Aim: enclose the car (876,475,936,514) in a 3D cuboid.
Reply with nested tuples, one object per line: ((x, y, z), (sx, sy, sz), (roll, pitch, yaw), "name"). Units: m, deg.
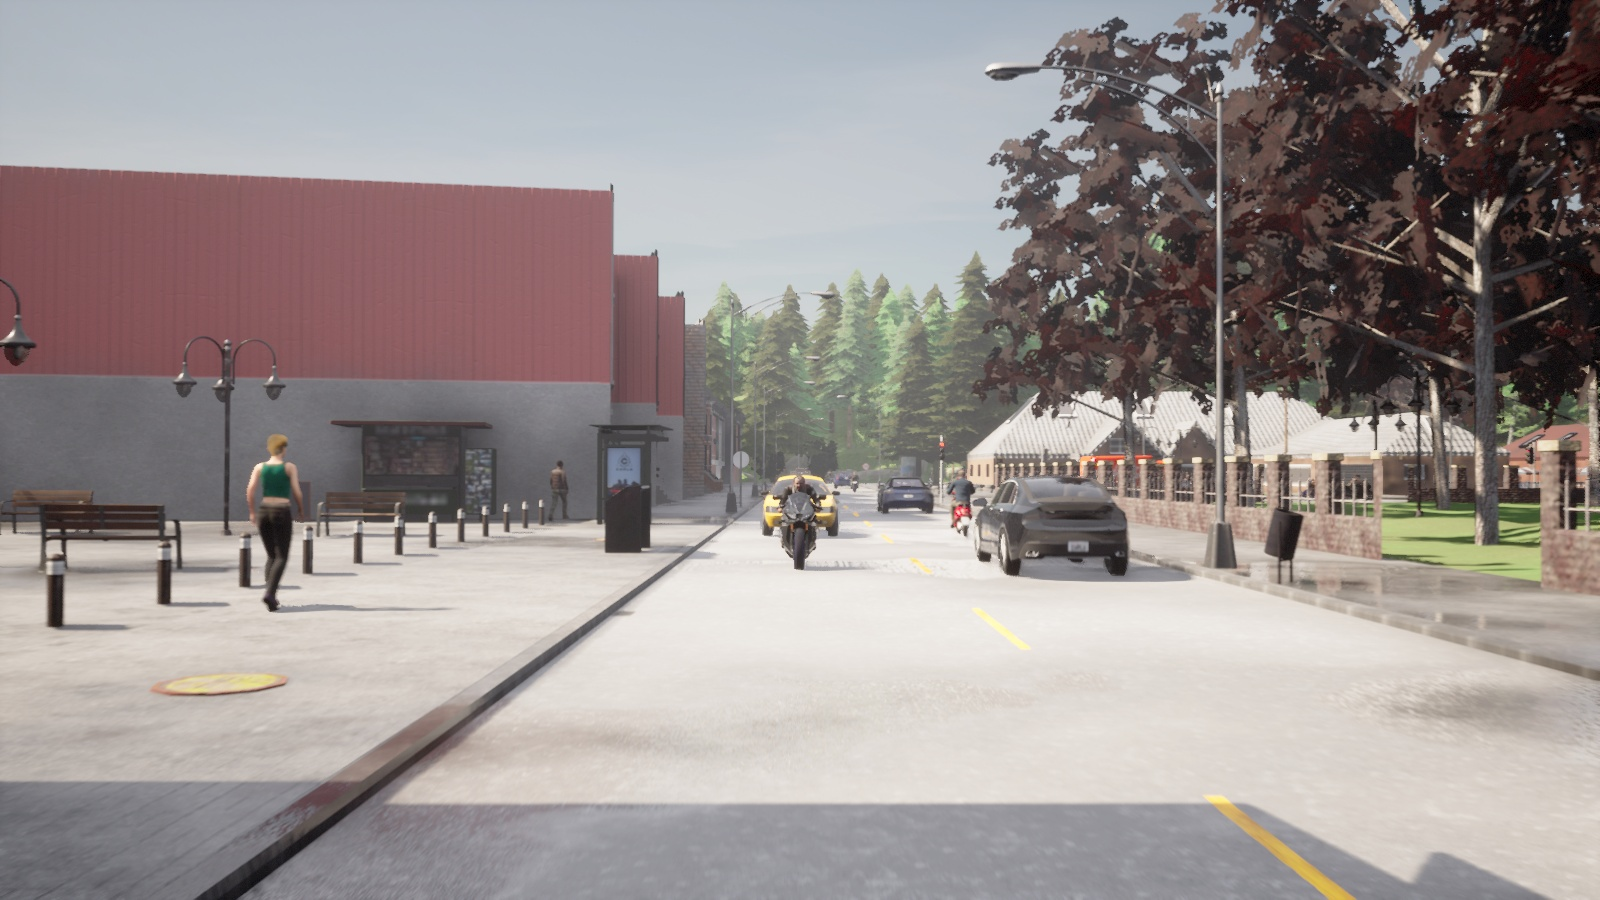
((4.009, 1.661, 48.023), (1.994, 1.385, 4.181), (0, -1, 1), "car")

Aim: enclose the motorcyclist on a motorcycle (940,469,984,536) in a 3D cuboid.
((3.972, 1.265, 30.851), (0.866, 1.590, 1.817), (0, -1, 1), "motorcyclist on a motorcycle")

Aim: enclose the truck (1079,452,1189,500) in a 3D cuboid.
((18.077, 1.397, 68.150), (5.204, 2.467, 2.627), (-1, -1, -2), "truck")

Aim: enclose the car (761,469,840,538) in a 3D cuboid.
((0.012, 1.277, 31.542), (1.801, 1.575, 5.366), (0, -1, 0), "car")

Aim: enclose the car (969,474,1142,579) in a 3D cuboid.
((4.005, 1.144, 20.504), (1.837, 1.490, 4.892), (0, -1, 0), "car")

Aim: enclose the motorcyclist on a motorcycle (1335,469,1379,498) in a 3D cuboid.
((30.267, 1.812, 68.247), (2.044, 1.523, 0.797), (-1, -1, -2), "motorcyclist on a motorcycle")

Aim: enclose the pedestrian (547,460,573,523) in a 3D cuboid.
((-7.079, 1.212, 37.043), (0.431, 1.840, 0.703), (-1, -1, 22), "pedestrian")

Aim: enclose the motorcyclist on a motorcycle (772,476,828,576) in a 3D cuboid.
((-0.006, 1.191, 20.514), (0.866, 1.530, 2.191), (0, -1, 0), "motorcyclist on a motorcycle")

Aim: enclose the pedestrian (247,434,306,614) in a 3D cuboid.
((-5.476, 0.763, 13.153), (0.345, 1.836, 0.594), (0, -1, 4), "pedestrian")
